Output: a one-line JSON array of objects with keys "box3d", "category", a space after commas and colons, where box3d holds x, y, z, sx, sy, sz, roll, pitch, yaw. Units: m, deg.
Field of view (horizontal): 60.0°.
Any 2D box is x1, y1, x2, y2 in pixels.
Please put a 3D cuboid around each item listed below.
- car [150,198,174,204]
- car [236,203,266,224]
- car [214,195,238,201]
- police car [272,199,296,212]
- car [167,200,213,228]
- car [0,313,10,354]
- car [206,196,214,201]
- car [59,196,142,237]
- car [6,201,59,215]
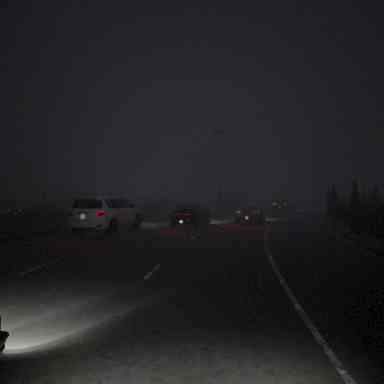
[{"box3d": [-4.299, 1.662, 48.990, 2.128, 1.511, 4.902, 0, -1, 30], "category": "car"}, {"box3d": [4.587, 1.584, 25.651, 1.812, 1.442, 4.674, 0, 0, 18], "category": "car"}, {"box3d": [6.511, 1.602, 59.142, 2.097, 1.767, 4.553, 0, 0, 37], "category": "car"}, {"box3d": [11.452, 1.637, 40.921, 2.038, 1.542, 4.974, 0, 0, 29], "category": "police car"}, {"box3d": [-0.021, 1.547, 22.579, 1.837, 1.490, 4.892, 0, 0, 15], "category": "car"}, {"box3d": [-3.299, 1.538, 1.725, 2.033, 1.411, 5.357, 0, 0, 2], "category": "car"}, {"box3d": [4.772, 1.473, 68.238, 1.837, 1.490, 4.892, 0, -1, 38], "category": "car"}, {"box3d": [-4.662, 1.243, 18.560, 2.150, 2.045, 5.566, 0, 0, 12], "category": "car"}, {"box3d": [-15.419, 1.609, 32.750, 2.033, 1.411, 5.357, 0, 0, 19], "category": "car"}]
